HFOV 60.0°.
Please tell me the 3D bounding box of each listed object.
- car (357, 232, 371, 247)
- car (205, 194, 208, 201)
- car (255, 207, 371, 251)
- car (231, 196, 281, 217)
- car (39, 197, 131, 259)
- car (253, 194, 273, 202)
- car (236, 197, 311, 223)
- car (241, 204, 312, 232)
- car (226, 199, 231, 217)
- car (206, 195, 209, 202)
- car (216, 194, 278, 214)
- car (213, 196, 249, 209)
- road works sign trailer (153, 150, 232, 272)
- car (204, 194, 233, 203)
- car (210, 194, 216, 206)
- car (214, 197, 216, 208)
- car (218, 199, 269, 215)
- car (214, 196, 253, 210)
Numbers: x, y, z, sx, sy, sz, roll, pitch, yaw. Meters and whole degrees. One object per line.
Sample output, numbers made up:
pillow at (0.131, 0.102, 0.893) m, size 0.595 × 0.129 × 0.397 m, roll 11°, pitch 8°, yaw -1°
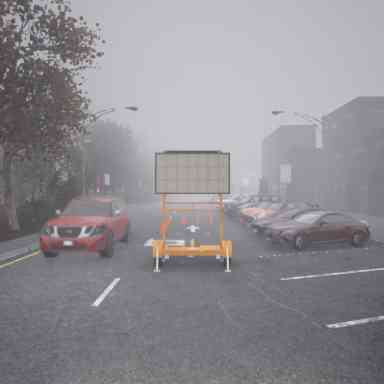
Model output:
car at (5.318, 1.487, 5.036) m, size 4.892 × 1.521 × 2.231 m, roll 1°, pitch 0°, yaw -20°
car at (5.414, 1.613, 65.020) m, size 5.366 × 1.575 × 1.946 m, roll 1°, pitch 0°, yaw -20°
car at (5.338, 1.528, 14.036) m, size 4.674 × 1.452 × 2.002 m, roll 1°, pitch 0°, yaw -20°
car at (5.411, 1.369, 23.049) m, size 4.553 × 1.767 × 2.185 m, roll 1°, pitch 0°, yaw -20°
car at (-3.828, 1.223, 13.024) m, size 2.150 × 2.045 × 5.566 m, roll 0°, pitch 0°, yaw 0°
car at (18.637, 1.463, 87.065) m, size 2.435 × 2.045 × 5.566 m, roll 0°, pitch 0°, yaw -21°
car at (5.395, 1.366, 20.048) m, size 4.553 × 1.767 × 2.185 m, roll 1°, pitch 0°, yaw -20°
car at (5.321, 1.518, 17.028) m, size 4.792 × 1.488 × 2.163 m, roll 1°, pitch 0°, yaw -20°
car at (5.391, 1.538, 26.045) m, size 4.674 × 1.452 × 2.002 m, roll 1°, pitch 0°, yaw -20°
car at (5.554, 1.583, 56.075) m, size 5.008 × 1.535 × 2.097 m, roll 1°, pitch -1°, yaw -20°
car at (5.401, 1.252, 29.024) m, size 5.566 × 2.045 × 2.435 m, roll 1°, pitch 0°, yaw -20°
car at (5.486, 1.424, 47.056) m, size 4.553 × 1.767 × 2.185 m, roll 1°, pitch 0°, yaw -20°
road works sign trailer at (0.019, 0.465, 10.771) m, size 2.380 × 3.560 × 2.880 m, roll 0°, pitch 0°, yaw 0°
car at (5.622, 1.391, 71.113) m, size 5.566 × 2.045 × 2.435 m, roll 1°, pitch 0°, yaw -20°
car at (5.443, 1.271, 38.041) m, size 5.566 × 2.045 × 2.435 m, roll 1°, pitch 0°, yaw -20°
car at (5.255, 1.503, 31.982) m, size 5.366 × 1.575 × 1.946 m, roll 1°, pitch 0°, yaw -20°
car at (5.419, 1.545, 35.039) m, size 4.792 × 1.488 × 2.163 m, roll 1°, pitch 0°, yaw -20°
car at (5.470, 1.414, 44.054) m, size 4.553 × 1.767 × 2.185 m, roll 1°, pitch 0°, yaw -20°
